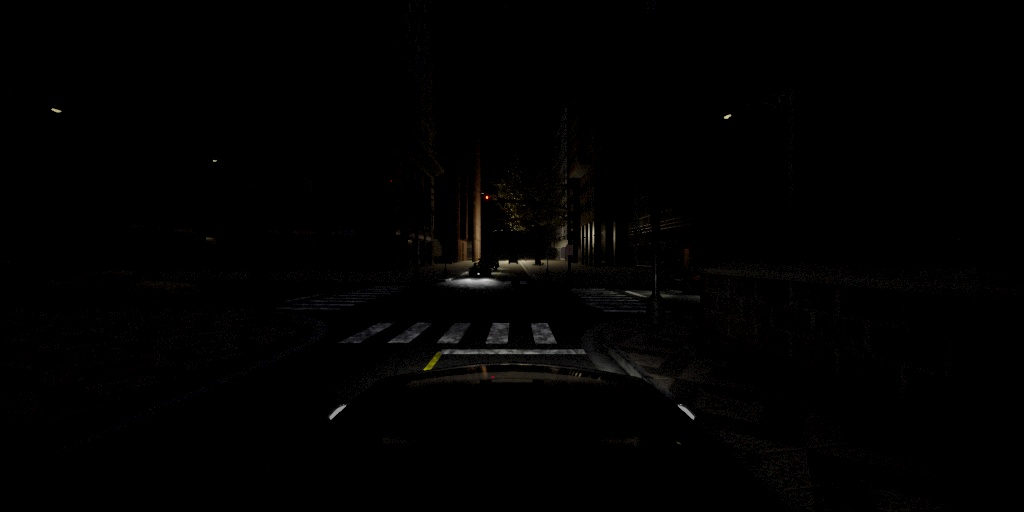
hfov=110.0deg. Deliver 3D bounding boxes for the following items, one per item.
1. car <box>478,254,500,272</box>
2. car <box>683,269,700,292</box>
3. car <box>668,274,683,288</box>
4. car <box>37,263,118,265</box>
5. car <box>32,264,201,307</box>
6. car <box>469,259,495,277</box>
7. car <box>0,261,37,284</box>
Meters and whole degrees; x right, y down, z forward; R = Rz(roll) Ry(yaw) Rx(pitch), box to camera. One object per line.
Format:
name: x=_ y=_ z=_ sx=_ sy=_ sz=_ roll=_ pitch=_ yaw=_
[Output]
car: x=-2.968 y=0.826 z=44.468 sx=2.150 sy=2.045 sz=5.566 roll=0 pitch=1 yaw=-1
car: x=12.419 y=1.311 z=19.481 sx=5.008 sy=1.535 sz=1.882 roll=0 pitch=0 yaw=1
car: x=11.988 y=1.381 z=22.148 sx=4.403 sy=1.370 sz=2.007 roll=0 pitch=0 yaw=1
car: x=-26.245 y=1.065 z=22.494 sx=4.313 sy=1.339 sz=1.948 roll=0 pitch=0 yaw=1
car: x=-14.902 y=1.146 z=13.866 sx=4.829 sy=1.417 sz=1.751 roll=0 pitch=0 yaw=1
car: x=-2.997 y=1.275 z=34.437 sx=1.895 sy=1.301 sz=4.718 roll=0 pitch=0 yaw=0
car: x=-31.863 y=0.974 z=22.545 sx=4.507 sy=1.381 sz=1.888 roll=0 pitch=0 yaw=1
